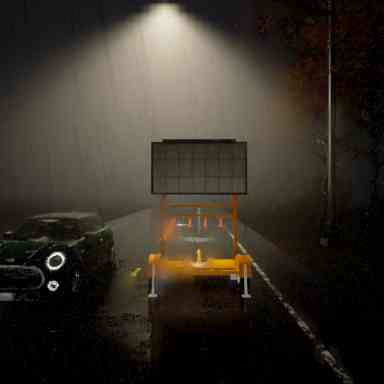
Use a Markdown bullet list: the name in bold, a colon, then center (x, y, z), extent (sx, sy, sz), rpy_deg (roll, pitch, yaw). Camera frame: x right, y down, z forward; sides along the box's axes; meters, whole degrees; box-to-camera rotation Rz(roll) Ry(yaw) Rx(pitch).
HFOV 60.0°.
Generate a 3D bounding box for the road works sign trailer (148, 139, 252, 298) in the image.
- **road works sign trailer**: center (0.181, 0.463, 8.518), extent (2.380, 3.560, 2.880), rpy_deg (0, 0, 1)

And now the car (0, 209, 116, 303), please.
- **car**: center (-3.433, 1.351, 8.417), extent (2.097, 1.767, 4.553), rpy_deg (0, 0, 1)
